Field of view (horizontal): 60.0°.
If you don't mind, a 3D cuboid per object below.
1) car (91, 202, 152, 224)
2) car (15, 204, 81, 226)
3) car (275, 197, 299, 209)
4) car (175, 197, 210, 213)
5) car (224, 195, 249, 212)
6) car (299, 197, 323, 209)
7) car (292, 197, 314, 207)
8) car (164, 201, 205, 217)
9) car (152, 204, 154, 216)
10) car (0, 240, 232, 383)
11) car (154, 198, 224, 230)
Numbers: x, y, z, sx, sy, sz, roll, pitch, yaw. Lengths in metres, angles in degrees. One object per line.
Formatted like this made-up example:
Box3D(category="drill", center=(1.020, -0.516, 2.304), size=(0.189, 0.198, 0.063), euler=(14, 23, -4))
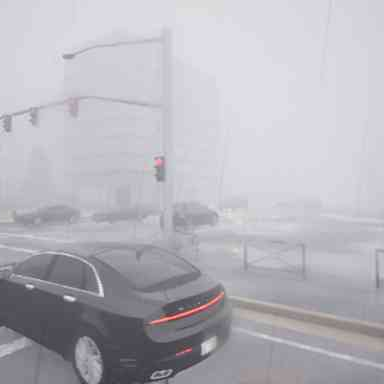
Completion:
Box3D(category="car", center=(-5.709, 1.761, 26.599), size=(1.895, 1.301, 4.718), euler=(-1, 0, 34))
Box3D(category="car", center=(-10.835, 1.695, 25.318), size=(1.837, 1.490, 4.892), euler=(-1, 0, 34))
Box3D(category="car", center=(13.446, 1.647, 47.961), size=(1.812, 1.442, 4.674), euler=(-1, 0, 34))
Box3D(category="car", center=(0.086, 1.537, 41.220), size=(2.097, 1.767, 4.553), euler=(-1, 0, 35))
Box3D(category="car", center=(5.321, 1.376, 42.624), size=(2.150, 2.045, 5.566), euler=(-1, 0, 35))
Box3D(category="car", center=(17.113, 1.584, 47.119), size=(2.128, 1.511, 4.902), euler=(-1, 0, 34))
Box3D(category="car", center=(18.484, 1.611, 55.299), size=(2.128, 1.511, 4.902), euler=(-1, 0, 34))
Box3D(category="car", center=(-0.642, 1.683, 33.965), size=(1.812, 1.442, 4.674), euler=(-1, 0, 34))
Box3D(category="car", center=(-5.321, 1.735, 33.349), size=(2.033, 1.411, 5.357), euler=(-1, 0, 35))
Box3D(category="car", center=(-1.699, 1.540, 5.343), size=(4.892, 1.490, 1.837), euler=(-1, 0, 39))
Box3D(category="car", center=(-0.072, 1.452, 22.175), size=(2.097, 1.767, 4.553), euler=(-1, 0, 35))
